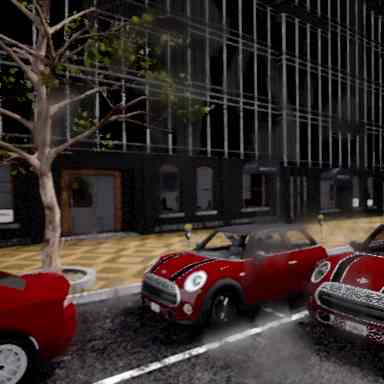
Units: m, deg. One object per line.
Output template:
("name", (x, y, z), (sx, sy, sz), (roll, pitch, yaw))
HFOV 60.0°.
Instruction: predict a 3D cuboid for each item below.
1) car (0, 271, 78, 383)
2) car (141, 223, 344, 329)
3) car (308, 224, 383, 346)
("car", (-3.602, 1.547, 3.546), (4.507, 1.381, 1.887), (0, -1, -35))
("car", (0.997, 1.429, 6.824), (4.097, 1.590, 1.967), (0, -1, -35))
("car", (4.155, 1.337, 6.033), (4.553, 1.767, 2.097), (0, 0, -35))
